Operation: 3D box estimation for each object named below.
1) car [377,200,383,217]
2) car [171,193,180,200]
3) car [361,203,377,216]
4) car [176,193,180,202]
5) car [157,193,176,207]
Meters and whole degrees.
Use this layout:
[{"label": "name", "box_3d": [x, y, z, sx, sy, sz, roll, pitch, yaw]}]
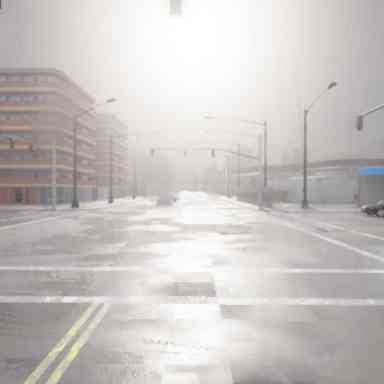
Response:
[{"label": "car", "box_3d": [16.372, 1.321, 24.027, 4.674, 1.442, 1.812, 0, 0, 1]}, {"label": "car", "box_3d": [-3.501, 0.926, 70.608, 1.812, 1.442, 4.674, 0, 0, 0]}, {"label": "car", "box_3d": [16.607, 1.270, 27.524, 4.892, 1.490, 1.837, 0, 0, 0]}, {"label": "car", "box_3d": [-3.564, 1.017, 55.717, 2.128, 1.511, 4.902, 0, 1, 0]}, {"label": "car", "box_3d": [-3.580, 1.103, 44.199, 1.882, 1.535, 5.008, 0, 1, 0]}]
